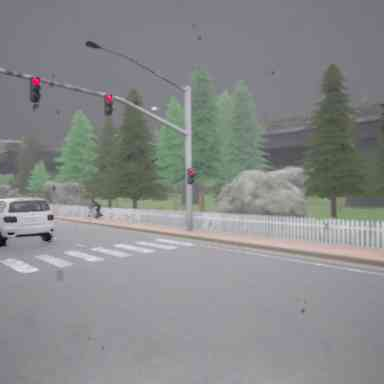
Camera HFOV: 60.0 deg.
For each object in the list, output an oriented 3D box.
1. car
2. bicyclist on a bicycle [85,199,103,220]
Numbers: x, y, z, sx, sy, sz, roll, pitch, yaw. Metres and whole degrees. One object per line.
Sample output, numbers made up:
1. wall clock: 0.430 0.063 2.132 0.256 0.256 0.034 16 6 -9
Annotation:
1. car: -8.432 1.301 15.910 2.150 2.045 5.566 -1 0 -42
2. bicyclist on a bicycle: -7.505 1.358 25.756 1.656 1.620 0.582 -1 0 -42
